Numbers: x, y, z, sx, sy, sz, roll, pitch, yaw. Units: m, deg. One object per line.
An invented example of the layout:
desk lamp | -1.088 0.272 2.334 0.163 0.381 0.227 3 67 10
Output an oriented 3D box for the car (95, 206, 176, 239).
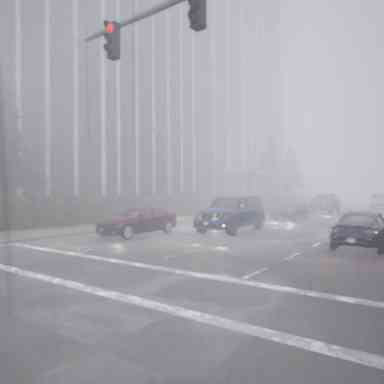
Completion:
car | -2.894 1.527 17.938 1.882 1.535 5.008 0 0 36

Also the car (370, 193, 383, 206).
car | 26.177 1.188 46.113 2.150 2.045 5.566 0 0 36

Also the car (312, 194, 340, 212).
car | 14.506 1.226 36.151 2.150 2.045 5.566 0 0 36

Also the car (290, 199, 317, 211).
car | 13.915 1.626 41.294 1.895 1.301 4.718 0 0 36

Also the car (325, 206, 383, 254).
car | 6.887 1.500 13.389 1.812 1.442 4.674 -1 0 37

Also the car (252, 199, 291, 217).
car | 7.975 1.526 33.076 2.128 1.511 4.902 0 0 36

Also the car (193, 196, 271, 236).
car | 2.302 1.243 19.180 2.150 2.045 5.566 0 0 36

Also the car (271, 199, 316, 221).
car | 8.265 1.561 27.487 2.033 1.411 5.357 0 0 36

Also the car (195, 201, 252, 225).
car | 2.509 1.533 25.469 2.128 1.511 4.902 0 0 36
